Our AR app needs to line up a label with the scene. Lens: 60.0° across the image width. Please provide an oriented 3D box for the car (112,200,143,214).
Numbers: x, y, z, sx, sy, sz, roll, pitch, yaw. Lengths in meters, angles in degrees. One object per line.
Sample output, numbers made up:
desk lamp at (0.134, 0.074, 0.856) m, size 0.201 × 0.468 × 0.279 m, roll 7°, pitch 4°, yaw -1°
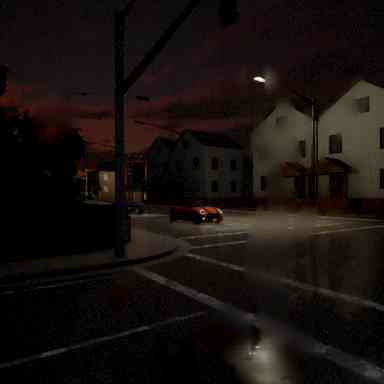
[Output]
car at (-6.748, 1.526, 34.399) m, size 1.812 × 1.442 × 4.674 m, roll 0°, pitch 0°, yaw -36°

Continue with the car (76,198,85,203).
car at (-17.294, 1.525, 49.324) m, size 1.812 × 1.442 × 4.674 m, roll 0°, pitch 0°, yaw -35°

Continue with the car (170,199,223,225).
car at (0.254, 1.352, 24.533) m, size 2.097 × 1.767 × 4.553 m, roll 0°, pitch 0°, yaw -35°
